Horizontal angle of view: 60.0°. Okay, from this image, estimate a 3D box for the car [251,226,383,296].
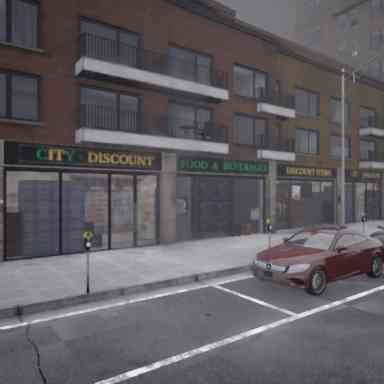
[{"bbox_3d":[3.394,1.581,8.598,4.206,1.307,1.802,0,0,-35],"label":"car"}]
